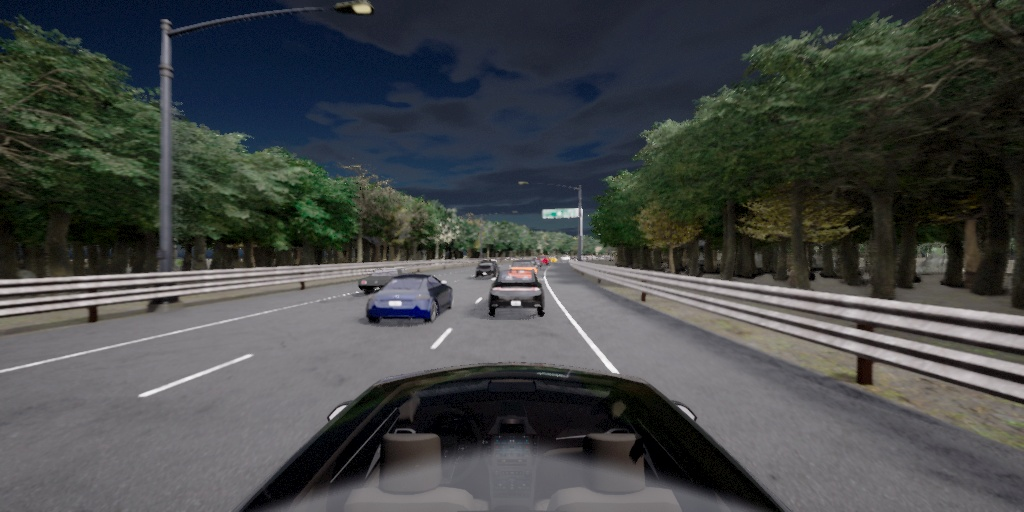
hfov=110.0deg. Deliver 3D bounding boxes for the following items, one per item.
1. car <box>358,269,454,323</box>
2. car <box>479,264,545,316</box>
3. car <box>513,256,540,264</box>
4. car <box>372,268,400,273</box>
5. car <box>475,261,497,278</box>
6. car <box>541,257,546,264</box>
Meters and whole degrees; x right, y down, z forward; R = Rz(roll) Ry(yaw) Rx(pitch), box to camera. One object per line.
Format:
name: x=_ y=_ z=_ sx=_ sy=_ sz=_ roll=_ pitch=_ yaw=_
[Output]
car: x=-3.230 y=1.299 z=12.087 sx=1.994 sy=1.385 sz=4.181 roll=0 pitch=0 yaw=1
car: x=0.200 y=1.232 z=13.433 sx=2.128 sy=1.511 sz=4.902 roll=0 pitch=0 yaw=2
car: x=0.820 y=1.075 z=26.541 sx=2.097 sy=1.767 sz=4.553 roll=0 pitch=0 yaw=4
car: x=-6.470 y=1.319 z=19.641 sx=1.895 sy=1.301 sz=4.718 roll=0 pitch=0 yaw=3
car: x=-2.136 y=1.211 z=32.883 sx=1.837 sy=1.490 sz=4.892 roll=0 pitch=0 yaw=4
car: x=3.741 y=1.214 z=55.694 sx=2.033 sy=1.411 sz=5.357 roll=0 pitch=0 yaw=8
